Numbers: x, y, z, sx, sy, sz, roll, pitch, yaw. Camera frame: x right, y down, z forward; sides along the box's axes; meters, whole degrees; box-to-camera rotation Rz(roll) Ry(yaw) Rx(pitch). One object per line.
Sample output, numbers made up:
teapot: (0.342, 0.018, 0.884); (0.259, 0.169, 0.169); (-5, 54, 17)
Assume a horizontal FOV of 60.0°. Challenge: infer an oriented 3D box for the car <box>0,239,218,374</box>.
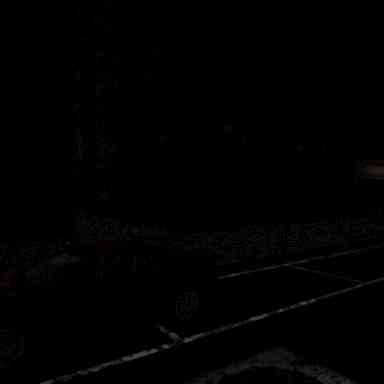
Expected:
car: (-1.613, 1.543, 5.601); (4.507, 1.381, 1.887); (0, 1, -35)
